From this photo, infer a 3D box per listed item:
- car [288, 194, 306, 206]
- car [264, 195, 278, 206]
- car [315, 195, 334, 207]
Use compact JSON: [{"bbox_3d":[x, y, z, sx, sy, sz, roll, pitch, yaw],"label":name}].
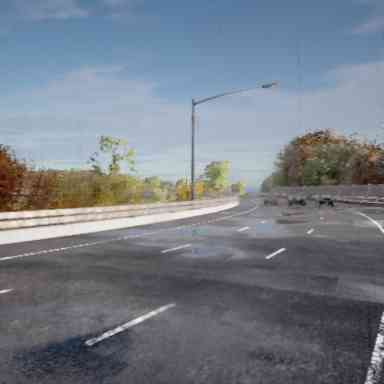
[{"bbox_3d":[14.662,1.046,46.502,2.097,1.767,4.553,0,1,12],"label":"car"},{"bbox_3d":[11.503,1.153,48.357,2.128,1.511,4.902,0,0,11],"label":"car"},{"bbox_3d":[18.040,1.215,45.491,1.837,1.490,4.892,0,-1,13],"label":"car"}]
